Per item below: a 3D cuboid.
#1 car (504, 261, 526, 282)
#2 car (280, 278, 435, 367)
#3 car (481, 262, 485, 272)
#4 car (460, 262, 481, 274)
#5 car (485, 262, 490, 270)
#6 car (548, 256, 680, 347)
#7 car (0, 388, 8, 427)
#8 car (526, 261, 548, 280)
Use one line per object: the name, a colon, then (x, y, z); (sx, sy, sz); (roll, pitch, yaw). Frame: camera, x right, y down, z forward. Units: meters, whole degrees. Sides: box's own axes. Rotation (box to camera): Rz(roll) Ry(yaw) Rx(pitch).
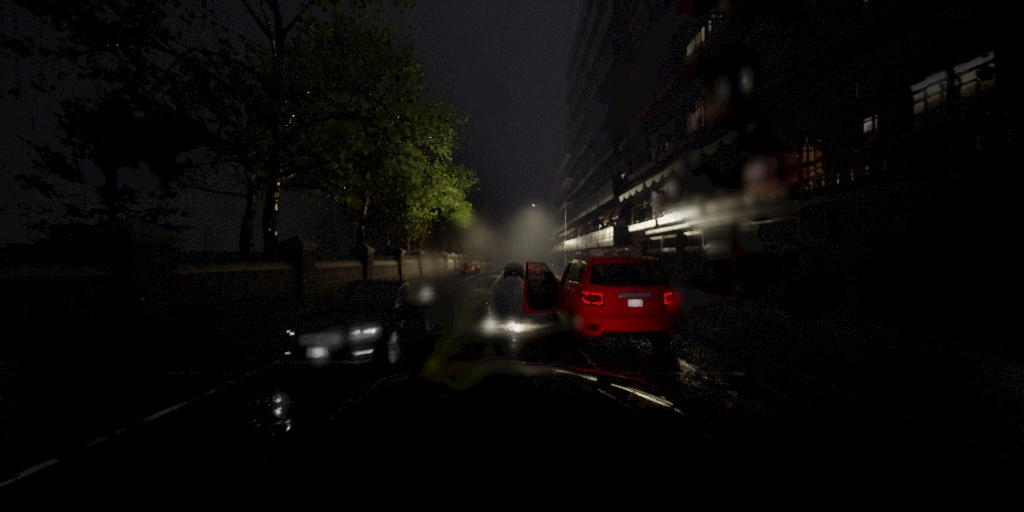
car: (0.184, 1.498, 36.333); (1.882, 1.535, 5.008); (0, -1, 1)
car: (-3.079, 1.290, 8.157); (2.128, 1.511, 4.902); (0, 0, 0)
car: (-5.520, 1.595, 52.328); (1.967, 1.591, 4.097); (0, 0, 0)
car: (-5.539, 1.546, 46.700); (1.967, 1.591, 4.097); (0, 0, 0)
car: (-5.481, 1.802, 63.589); (2.007, 1.370, 4.403); (0, 0, 0)
car: (2.420, 1.031, 9.690); (2.150, 2.045, 5.566); (0, 0, 0)
car: (-5.691, 1.331, 1.659); (1.802, 1.307, 4.207); (0, 0, 0)
car: (2.823, 1.605, 41.041); (1.888, 1.381, 4.507); (0, 0, 0)
